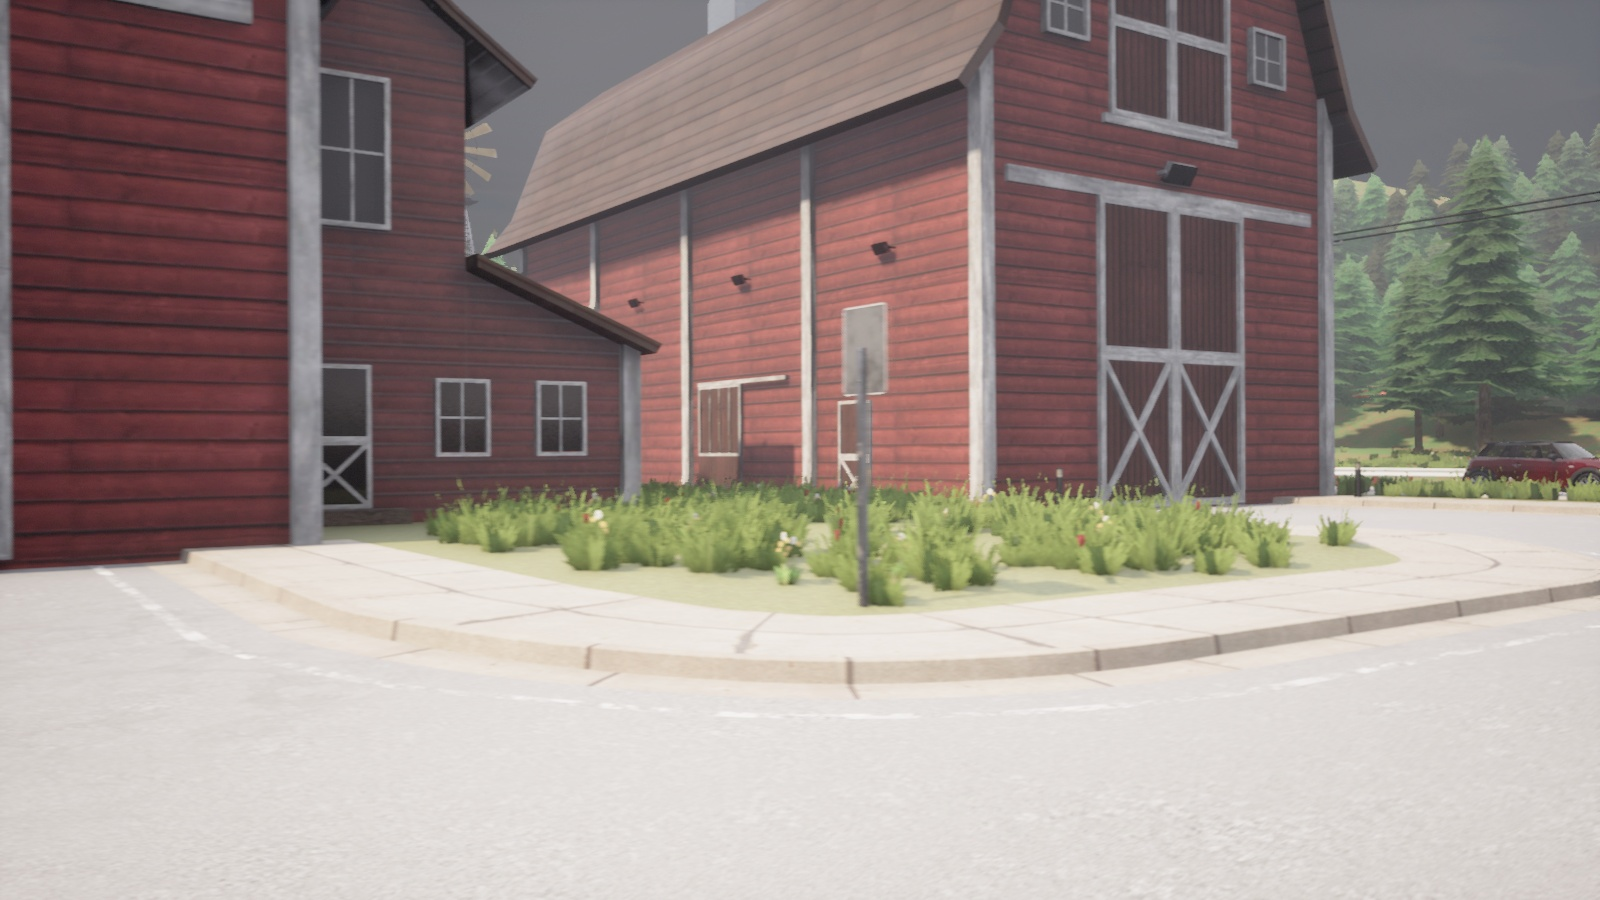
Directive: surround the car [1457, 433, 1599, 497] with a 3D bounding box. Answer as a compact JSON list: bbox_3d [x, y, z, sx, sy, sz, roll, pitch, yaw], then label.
[{"bbox_3d":[21.897,0.415,36.447,2.097,1.767,4.553,-1,0,-34],"label":"car"}]
